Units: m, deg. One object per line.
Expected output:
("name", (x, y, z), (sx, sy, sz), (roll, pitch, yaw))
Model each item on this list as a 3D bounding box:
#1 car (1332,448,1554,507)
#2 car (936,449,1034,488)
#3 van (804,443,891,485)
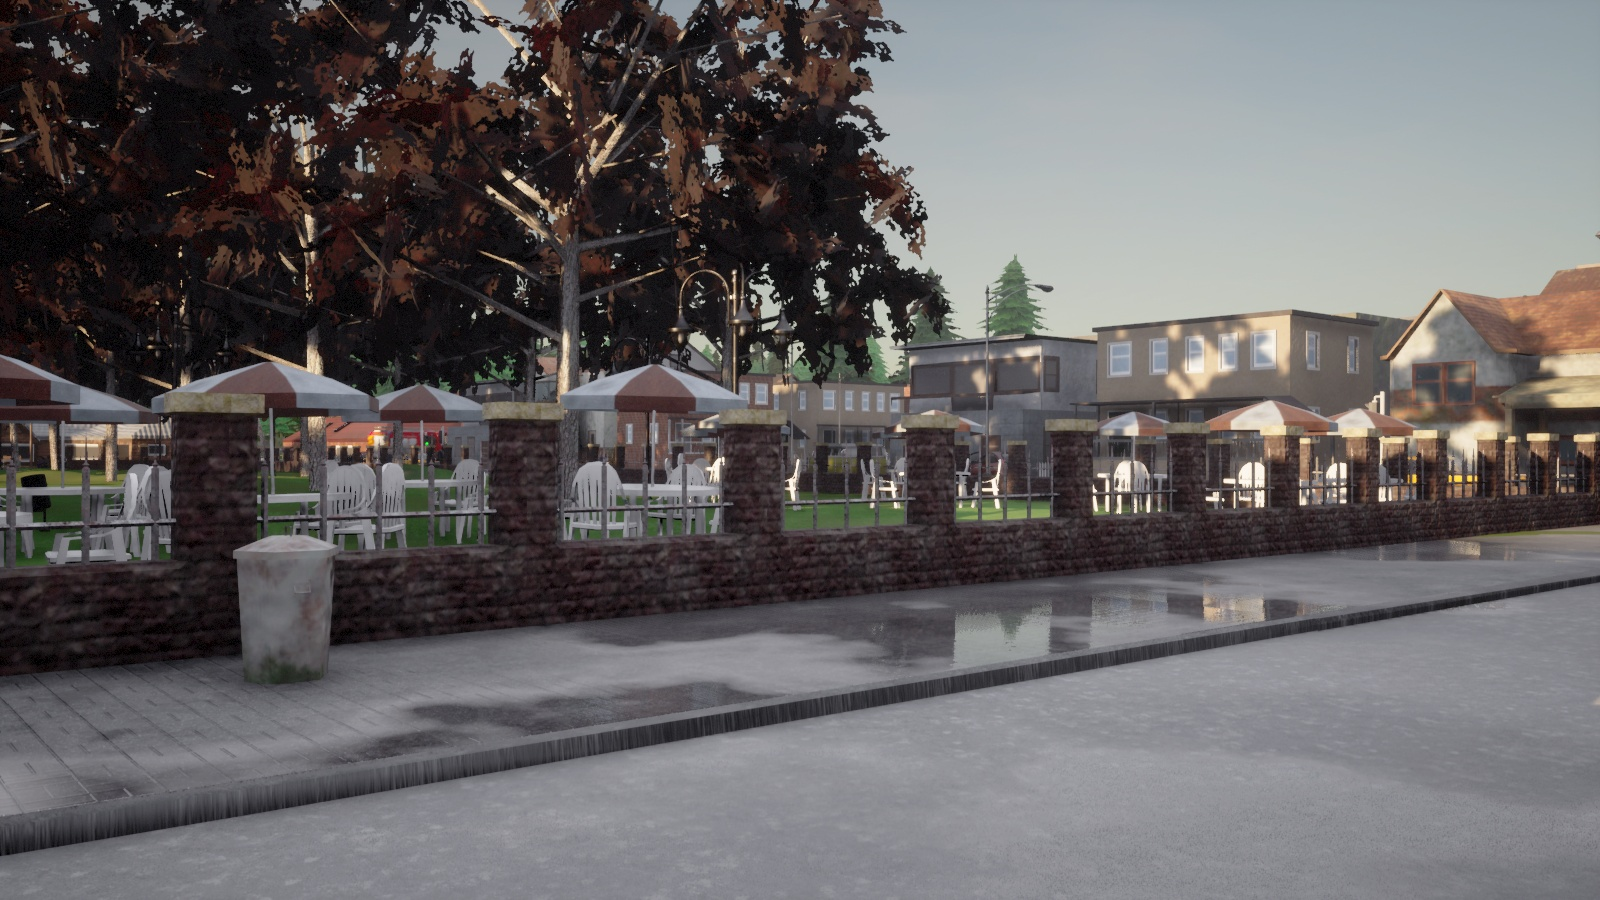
("car", (18.239, 0.741, 35.864), (1.801, 1.575, 5.366), (0, 0, -39))
("car", (7.996, 0.766, 54.583), (1.851, 1.617, 3.988), (0, 0, -40))
("van", (2.275, 0.648, 61.519), (1.775, 1.987, 4.442), (0, 0, -39))
